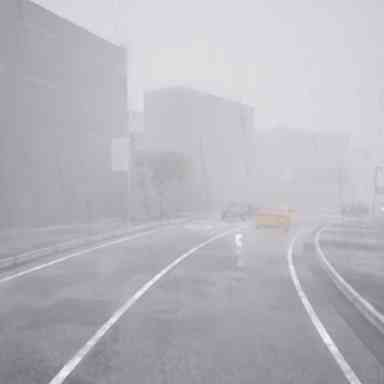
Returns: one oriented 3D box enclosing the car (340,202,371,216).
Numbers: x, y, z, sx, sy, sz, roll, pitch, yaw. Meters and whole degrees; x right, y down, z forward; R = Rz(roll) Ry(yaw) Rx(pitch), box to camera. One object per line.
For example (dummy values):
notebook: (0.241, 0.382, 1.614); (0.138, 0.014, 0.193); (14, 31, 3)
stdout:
car: (18.234, 1.844, 37.003); (4.181, 1.385, 1.994); (1, 3, -43)

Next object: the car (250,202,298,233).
car: (5.405, 1.536, 20.801); (1.882, 1.535, 5.008); (2, 1, 26)

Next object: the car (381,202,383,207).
car: (32.597, 1.791, 53.671); (5.357, 1.411, 2.033); (0, 4, -38)

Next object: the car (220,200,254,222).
car: (3.859, 1.409, 25.629); (1.837, 1.490, 4.892); (3, 1, 31)
